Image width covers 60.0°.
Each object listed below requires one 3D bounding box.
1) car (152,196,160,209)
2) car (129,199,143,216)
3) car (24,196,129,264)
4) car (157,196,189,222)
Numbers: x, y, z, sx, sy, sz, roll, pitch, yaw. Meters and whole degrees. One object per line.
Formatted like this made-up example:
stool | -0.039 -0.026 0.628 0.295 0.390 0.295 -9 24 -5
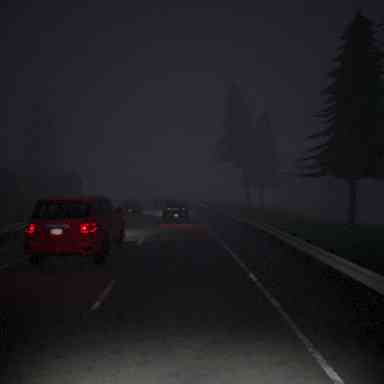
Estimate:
car | -3.783 1.196 41.041 1.882 1.535 5.008 0 1 -12
car | -5.413 1.324 29.773 1.812 1.442 4.674 0 0 -7
car | -3.783 1.143 11.649 2.150 2.045 5.566 0 0 -3
car | -1.283 1.322 24.485 2.128 1.511 4.902 0 0 -6
